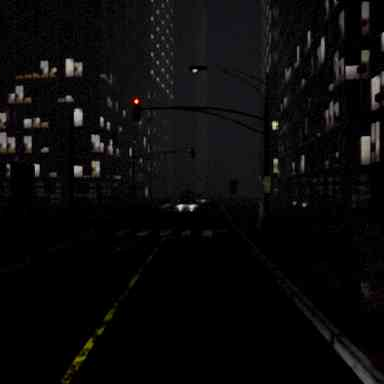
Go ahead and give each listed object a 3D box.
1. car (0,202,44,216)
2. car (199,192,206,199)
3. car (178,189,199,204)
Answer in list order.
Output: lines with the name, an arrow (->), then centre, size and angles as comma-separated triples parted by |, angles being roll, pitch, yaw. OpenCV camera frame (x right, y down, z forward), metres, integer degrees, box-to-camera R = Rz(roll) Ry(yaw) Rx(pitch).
car -> -16.302, 1.507, 31.543 | 4.403, 1.369, 2.008 | -1, 1, 10
car -> 1.655, 0.677, 66.941 | 1.882, 1.535, 5.008 | 0, 1, 8
car -> -0.644, 0.663, 47.935 | 2.150, 2.045, 5.566 | 0, 1, 6
